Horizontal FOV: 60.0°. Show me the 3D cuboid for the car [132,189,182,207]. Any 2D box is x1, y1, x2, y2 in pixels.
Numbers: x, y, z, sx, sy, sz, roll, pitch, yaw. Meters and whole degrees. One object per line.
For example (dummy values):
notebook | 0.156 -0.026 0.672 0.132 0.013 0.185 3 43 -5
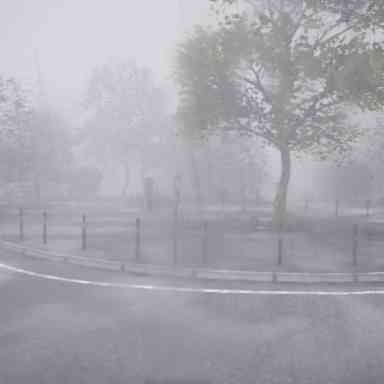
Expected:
car | -3.210 0.544 31.151 4.553 1.767 2.097 1 1 18
